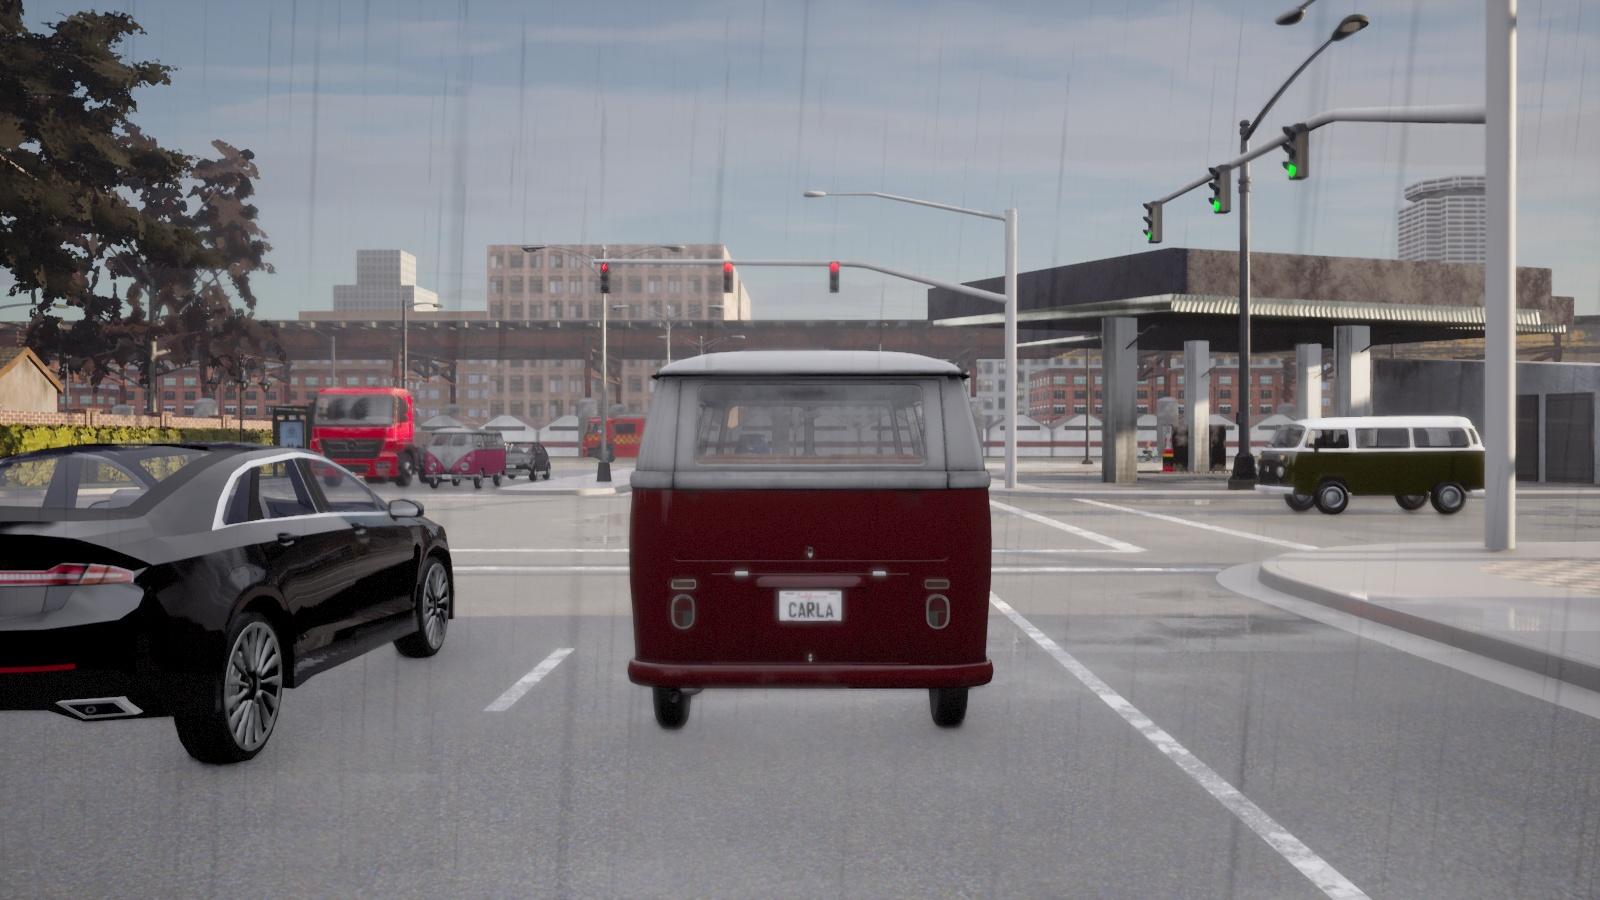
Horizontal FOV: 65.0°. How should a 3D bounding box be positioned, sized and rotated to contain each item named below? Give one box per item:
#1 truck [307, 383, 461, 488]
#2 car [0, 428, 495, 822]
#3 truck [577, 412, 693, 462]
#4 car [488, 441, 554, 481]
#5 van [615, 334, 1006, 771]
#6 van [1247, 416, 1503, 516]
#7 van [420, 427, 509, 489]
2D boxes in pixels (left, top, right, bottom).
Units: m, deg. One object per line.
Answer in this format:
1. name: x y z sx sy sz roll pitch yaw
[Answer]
1. truck: -14.768 -0.509 45.326 2.891 3.462 7.936 0 0 0
2. car: -3.443 0.658 7.278 2.128 1.511 4.902 0 0 0
3. truck: -12.616 -0.984 96.477 8.468 3.827 2.891 0 0 1
4. car: -11.192 0.425 50.571 1.789 1.549 3.705 0 0 0
5. van: 0.061 0.454 7.931 1.775 1.987 4.442 0 0 0
6. van: 12.091 0.326 26.639 4.480 2.038 2.069 0 0 -1
7. van: -11.240 0.246 42.333 1.775 1.987 4.442 0 0 0
